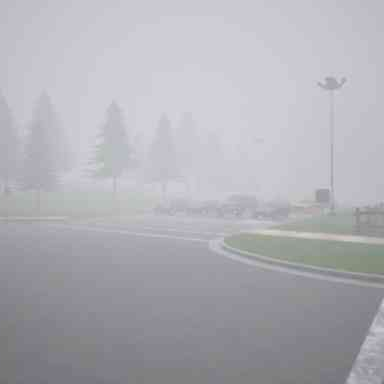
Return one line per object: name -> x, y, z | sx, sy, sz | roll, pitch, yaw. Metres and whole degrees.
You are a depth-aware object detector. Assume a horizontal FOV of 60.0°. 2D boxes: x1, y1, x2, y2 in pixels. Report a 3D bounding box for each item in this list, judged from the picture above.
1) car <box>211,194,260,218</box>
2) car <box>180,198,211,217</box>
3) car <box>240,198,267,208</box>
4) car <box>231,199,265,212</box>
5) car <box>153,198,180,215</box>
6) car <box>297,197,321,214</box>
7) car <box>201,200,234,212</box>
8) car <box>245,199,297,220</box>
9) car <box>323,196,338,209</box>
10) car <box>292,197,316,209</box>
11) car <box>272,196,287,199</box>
car -> 4.373, 1.258, 31.141 | 2.150, 2.045, 5.566 | 0, 0, 35
car -> 1.281, 1.524, 32.825 | 1.882, 1.535, 5.008 | 0, 0, 35
car -> 9.406, 1.602, 50.454 | 2.033, 1.411, 5.357 | 0, 0, 35
car -> 6.926, 1.593, 40.859 | 2.033, 1.411, 5.357 | 0, 0, 35
car -> -1.921, 1.408, 34.356 | 2.097, 1.767, 4.553 | 0, 0, 35
car -> 12.476, 1.505, 36.580 | 1.882, 1.535, 5.008 | 0, 0, 35
car -> 3.251, 1.656, 41.713 | 1.895, 1.301, 4.718 | 0, 0, 35
car -> 6.931, 1.575, 28.690 | 2.033, 1.411, 5.357 | 0, 0, 35
car -> 18.060, 1.379, 44.500 | 2.097, 1.767, 4.553 | 0, 0, 35
car -> 16.194, 1.541, 47.923 | 1.837, 1.490, 4.892 | 0, 0, 35
car -> 10.248, 1.562, 39.484 | 1.812, 1.442, 4.674 | 0, 0, 35
